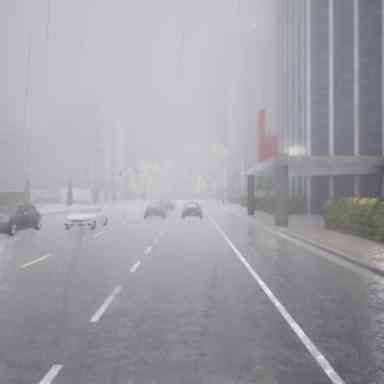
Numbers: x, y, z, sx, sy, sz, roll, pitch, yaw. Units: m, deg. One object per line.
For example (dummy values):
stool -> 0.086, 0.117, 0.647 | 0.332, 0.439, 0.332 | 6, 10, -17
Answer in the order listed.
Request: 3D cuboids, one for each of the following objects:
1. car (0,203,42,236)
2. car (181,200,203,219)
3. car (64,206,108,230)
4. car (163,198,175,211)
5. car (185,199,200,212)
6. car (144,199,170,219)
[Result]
car -> -10.581, 1.471, 19.295 | 2.097, 1.767, 4.553 | 0, 0, 0
car -> 0.028, 1.722, 31.330 | 1.812, 1.442, 4.674 | 0, 0, 0
car -> -6.993, 1.673, 22.460 | 1.812, 1.442, 4.674 | 0, -1, 0
car -> -3.431, 1.634, 45.314 | 2.097, 1.767, 4.553 | 0, 0, 0
car -> 0.064, 1.760, 45.211 | 1.882, 1.535, 5.008 | 0, 0, 1
car -> -3.377, 1.722, 31.542 | 1.812, 1.442, 4.674 | 0, 0, 0
